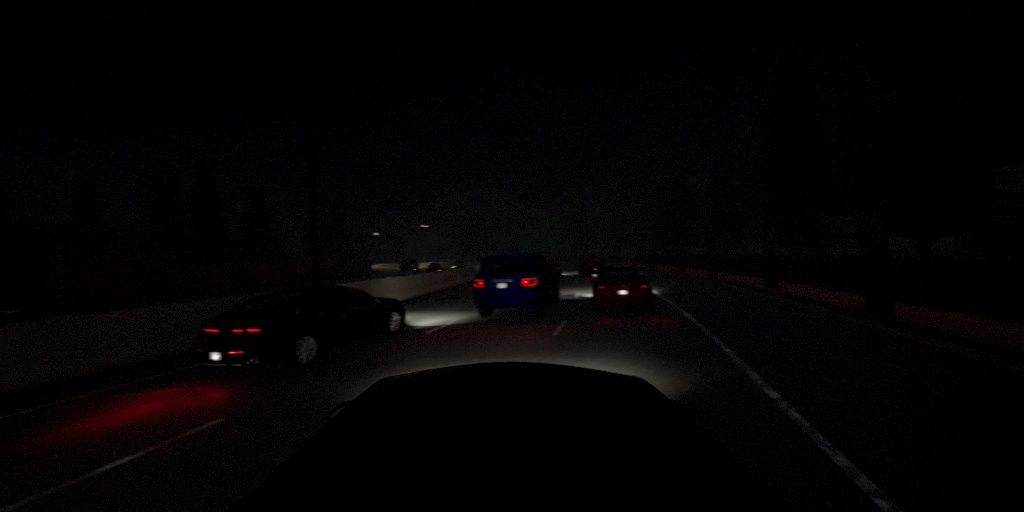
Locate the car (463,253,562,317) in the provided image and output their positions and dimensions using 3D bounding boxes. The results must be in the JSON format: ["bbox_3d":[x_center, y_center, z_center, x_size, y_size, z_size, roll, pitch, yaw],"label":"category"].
[{"bbox_3d":[0.368,0.936,13.171,2.150,2.045,5.566,-3,0,14],"label":"car"}]

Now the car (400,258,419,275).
[{"bbox_3d":[-14.674,1.405,51.516,2.150,2.045,5.566,-3,0,-8],"label":"car"}]

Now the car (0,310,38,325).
[{"bbox_3d":[-12.431,1.895,7.249,1.994,1.385,4.181,-3,0,17],"label":"car"}]

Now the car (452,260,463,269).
[{"bbox_3d":[-7.738,1.449,52.535,2.097,1.767,4.553,-3,0,-8],"label":"car"}]

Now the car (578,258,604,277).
[{"bbox_3d":[6.712,0.867,30.428,1.882,1.535,5.008,-3,0,5],"label":"car"}]

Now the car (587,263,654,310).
[{"bbox_3d":[3.990,1.107,13.369,1.994,1.385,4.181,-3,0,13],"label":"car"}]

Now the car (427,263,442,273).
[{"bbox_3d":[-11.191,1.751,52.026,1.837,1.490,4.892,-3,0,-8],"label":"car"}]

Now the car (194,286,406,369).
[{"bbox_3d":[-4.488,1.457,8.578,1.837,1.490,4.892,-3,0,17],"label":"car"}]
